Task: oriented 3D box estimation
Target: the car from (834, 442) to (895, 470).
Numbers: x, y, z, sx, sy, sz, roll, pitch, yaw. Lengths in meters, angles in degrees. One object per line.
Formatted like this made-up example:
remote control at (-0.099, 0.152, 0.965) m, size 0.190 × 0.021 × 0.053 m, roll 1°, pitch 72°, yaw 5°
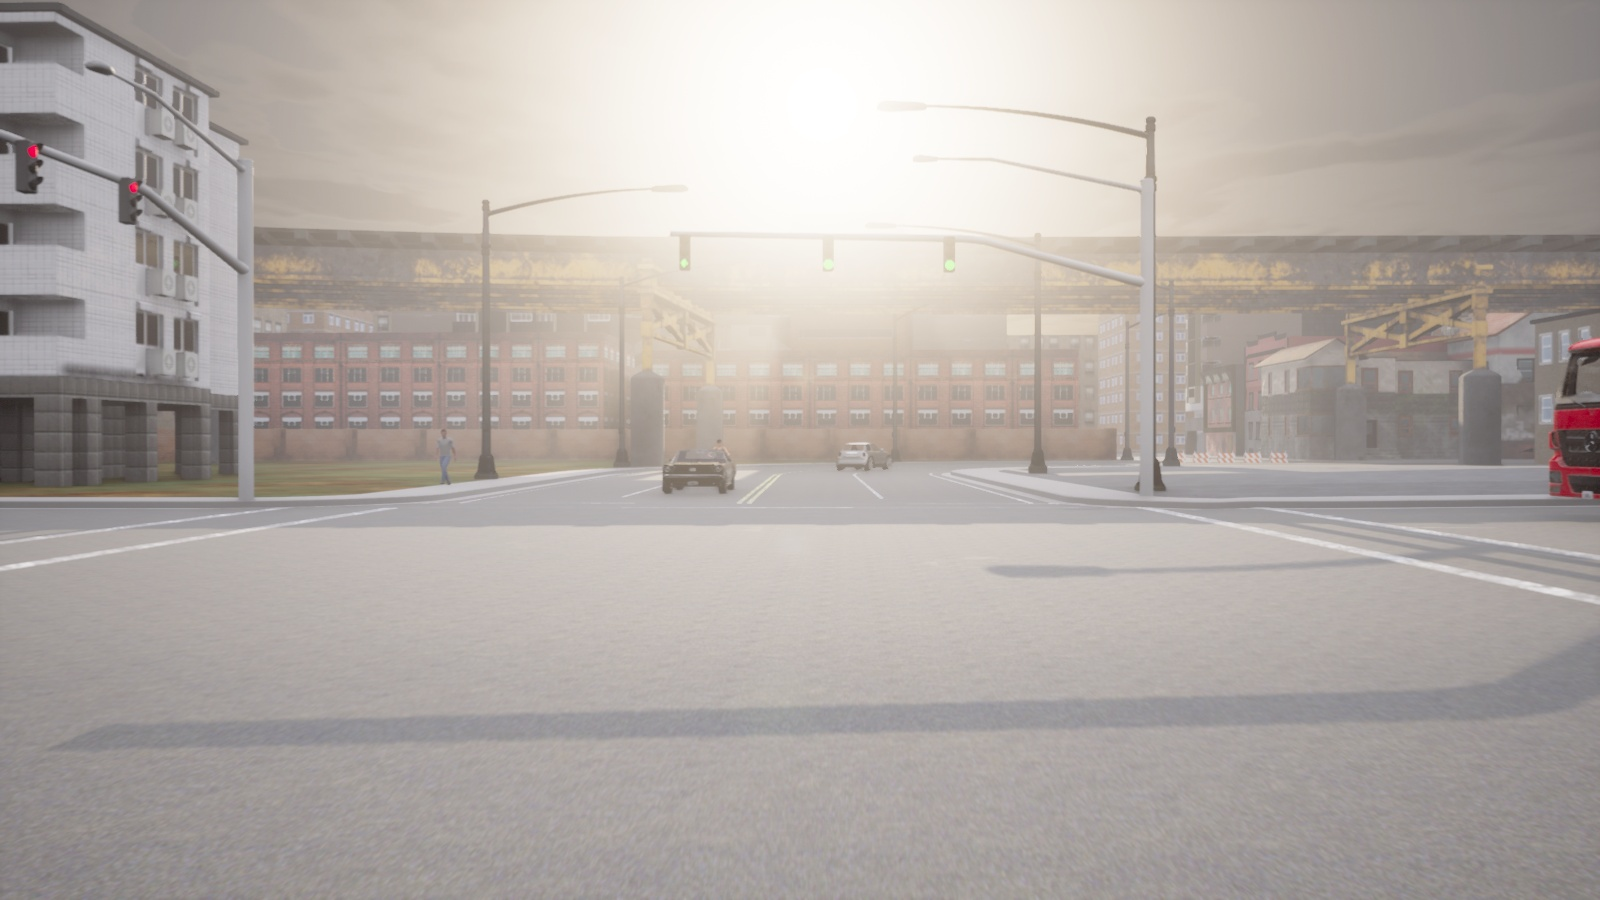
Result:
car at (3.465, 0.303, 66.849) m, size 1.970 × 1.475 × 3.806 m, roll 0°, pitch 0°, yaw 25°

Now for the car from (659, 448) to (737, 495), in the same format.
car at (-3.019, 0.610, 38.051) m, size 1.895 × 1.301 × 4.718 m, roll 0°, pitch 0°, yaw 1°

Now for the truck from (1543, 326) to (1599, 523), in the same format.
truck at (18.001, -0.491, 22.221) m, size 7.936 × 3.462 × 2.891 m, roll -1°, pitch 0°, yaw 1°

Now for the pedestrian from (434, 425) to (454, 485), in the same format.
pedestrian at (-11.124, 0.154, 39.244) m, size 0.354 × 1.836 × 0.706 m, roll 0°, pitch 0°, yaw 4°
